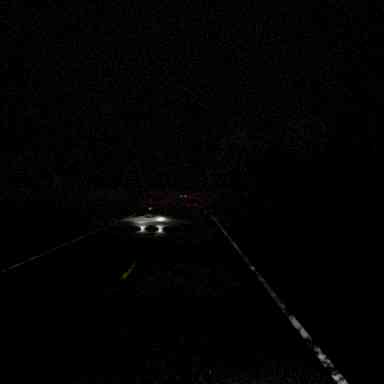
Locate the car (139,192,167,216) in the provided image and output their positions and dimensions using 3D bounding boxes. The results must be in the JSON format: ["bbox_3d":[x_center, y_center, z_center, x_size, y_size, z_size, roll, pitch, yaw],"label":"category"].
[{"bbox_3d":[-3.584,1.067,31.304,2.150,2.045,5.566,0,0,0],"label":"car"}]

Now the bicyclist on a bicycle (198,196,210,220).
[{"bbox_3d":[0.989,1.311,25.278,0.866,1.612,1.509,0,0,0],"label":"bicyclist on a bicycle"}]

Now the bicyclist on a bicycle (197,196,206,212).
[{"bbox_3d":[0.993,1.265,34.689,0.866,1.612,1.509,0,0,0],"label":"bicyclist on a bicycle"}]

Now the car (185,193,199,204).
[{"bbox_3d":[0.121,1.242,57.672,1.812,1.442,4.674,0,0,0],"label":"car"}]

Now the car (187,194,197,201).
[{"bbox_3d":[0.028,1.177,73.743,2.033,1.411,5.357,0,0,0],"label":"car"}]
